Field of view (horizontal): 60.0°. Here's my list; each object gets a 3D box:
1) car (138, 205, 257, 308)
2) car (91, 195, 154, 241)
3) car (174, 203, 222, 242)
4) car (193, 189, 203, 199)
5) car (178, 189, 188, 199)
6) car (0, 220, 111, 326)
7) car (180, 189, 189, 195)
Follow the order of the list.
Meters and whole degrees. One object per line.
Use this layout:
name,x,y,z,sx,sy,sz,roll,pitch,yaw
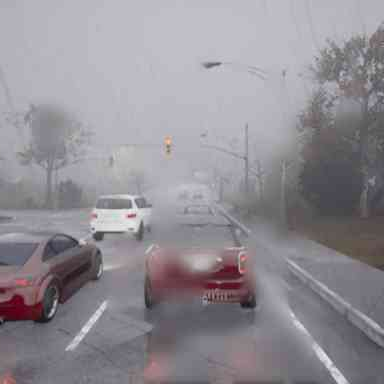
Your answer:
car,0.175,1.318,8.009,2.097,1.767,4.553,0,0,1
car,-3.242,1.153,16.547,2.150,2.045,5.566,0,0,3
car,0.295,1.421,16.986,2.128,1.511,4.902,0,0,1
car,1.395,0.706,75.484,1.812,1.442,4.674,0,3,1
car,-2.104,0.734,75.559,1.994,1.385,4.181,0,3,1
car,-3.335,1.534,7.130,1.994,1.385,4.181,0,0,1
car,-1.895,0.003,85.555,2.033,1.411,5.357,0,3,1
